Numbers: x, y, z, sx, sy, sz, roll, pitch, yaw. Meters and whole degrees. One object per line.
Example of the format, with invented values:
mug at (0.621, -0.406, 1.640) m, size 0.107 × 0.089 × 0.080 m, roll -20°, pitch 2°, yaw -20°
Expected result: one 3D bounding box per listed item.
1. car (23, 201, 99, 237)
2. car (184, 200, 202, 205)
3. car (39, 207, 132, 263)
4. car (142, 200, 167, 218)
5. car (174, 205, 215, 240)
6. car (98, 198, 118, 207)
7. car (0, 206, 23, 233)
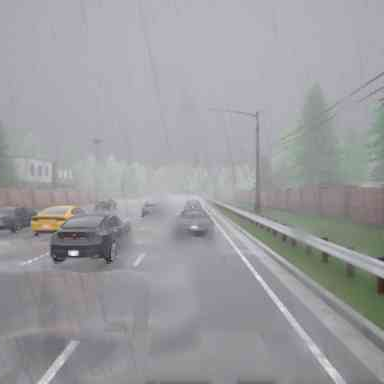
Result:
car at (-6.899, 1.477, 18.180) m, size 1.882 × 1.535 × 5.008 m, roll 0°, pitch 0°, yaw 0°
car at (0.099, 1.546, 35.531) m, size 2.033 × 1.411 × 5.357 m, roll 0°, pitch 0°, yaw 0°
car at (-3.400, 1.504, 11.968) m, size 1.837 × 1.490 × 4.892 m, roll 0°, pitch 0°, yaw 0°
car at (-3.399, 1.490, 30.319) m, size 2.128 × 1.511 × 4.902 m, roll 0°, pitch 0°, yaw 0°
car at (0.099, 1.563, 17.104) m, size 1.994 × 1.385 × 4.181 m, roll 0°, pitch 0°, yaw 0°
car at (-10.400, 1.503, 40.522) m, size 1.837 × 1.490 × 4.892 m, roll 0°, pitch 0°, yaw 0°
car at (-10.400, 1.547, 19.459) m, size 2.033 × 1.411 × 5.357 m, roll 0°, pitch 0°, yaw 0°
